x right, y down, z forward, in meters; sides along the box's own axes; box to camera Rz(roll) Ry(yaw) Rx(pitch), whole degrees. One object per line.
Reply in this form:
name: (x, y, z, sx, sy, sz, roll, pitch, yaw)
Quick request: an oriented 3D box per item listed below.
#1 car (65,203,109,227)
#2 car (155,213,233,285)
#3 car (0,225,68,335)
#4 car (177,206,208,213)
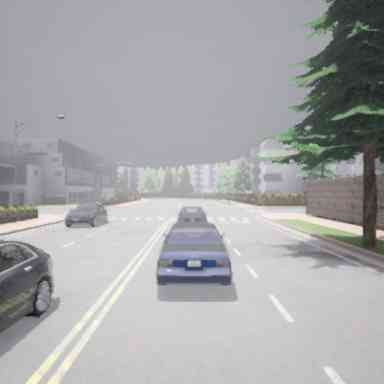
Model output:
car: (-7.122, 1.534, 22.924, 1.837, 1.490, 4.892, 0, -1, 0)
car: (0.053, 1.558, 9.532, 2.033, 1.411, 5.357, 0, 0, 0)
car: (-3.614, 1.510, 4.683, 1.837, 1.490, 4.892, 0, 0, 0)
car: (0.006, 1.571, 20.536, 2.033, 1.411, 5.357, 0, 0, 0)
